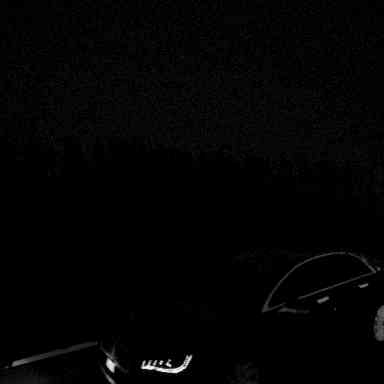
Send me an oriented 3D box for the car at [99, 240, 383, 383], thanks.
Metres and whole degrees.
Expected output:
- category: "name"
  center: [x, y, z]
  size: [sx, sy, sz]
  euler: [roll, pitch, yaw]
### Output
- category: "car"
  center: [1.149, 1.529, 4.808]
  size: [4.892, 1.490, 1.837]
  euler: [0, 0, -35]
